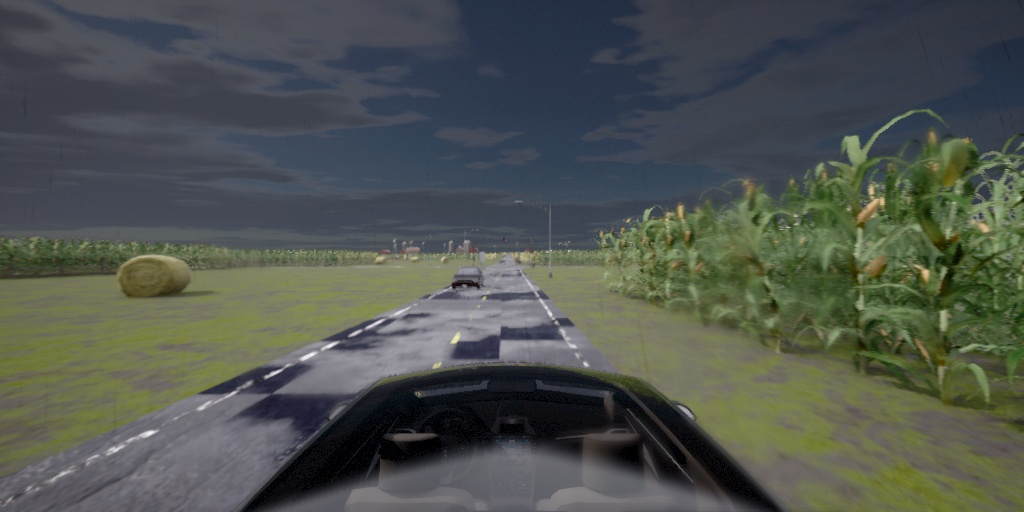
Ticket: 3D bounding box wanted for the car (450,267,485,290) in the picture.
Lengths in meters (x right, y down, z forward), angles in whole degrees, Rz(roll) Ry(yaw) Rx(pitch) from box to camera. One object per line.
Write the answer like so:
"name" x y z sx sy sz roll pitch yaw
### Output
"car" -2.856 1.441 24.254 2.033 1.411 5.357 0 0 0
